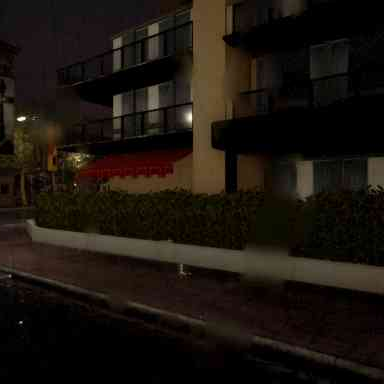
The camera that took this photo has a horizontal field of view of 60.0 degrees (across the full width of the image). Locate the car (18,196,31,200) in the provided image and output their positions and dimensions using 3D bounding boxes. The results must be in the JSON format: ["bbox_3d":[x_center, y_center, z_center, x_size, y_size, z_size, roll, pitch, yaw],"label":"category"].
[{"bbox_3d":[-35.664,1.481,67.686,4.892,1.521,2.231,0,0,36],"label":"car"}]
